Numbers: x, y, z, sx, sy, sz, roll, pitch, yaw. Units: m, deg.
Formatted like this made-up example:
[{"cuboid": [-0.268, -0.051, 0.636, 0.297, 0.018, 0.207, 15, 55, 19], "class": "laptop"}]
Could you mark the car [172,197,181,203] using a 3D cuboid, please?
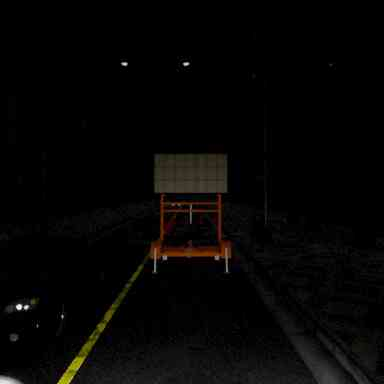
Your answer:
[{"cuboid": [-3.248, 1.685, 69.645, 2.033, 1.411, 5.357, 0, 0, 0], "class": "car"}]

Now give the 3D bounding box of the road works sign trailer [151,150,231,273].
[{"cuboid": [-0.034, 0.472, 10.645, 2.380, 3.560, 2.880, 0, 0, 0], "class": "road works sign trailer"}]

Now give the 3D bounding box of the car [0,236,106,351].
[{"cuboid": [-3.020, 1.568, 6.277, 1.994, 1.385, 4.181, 0, 0, 0], "class": "car"}]
